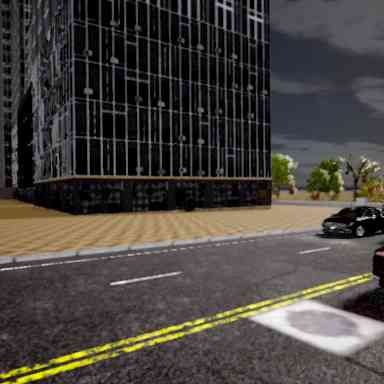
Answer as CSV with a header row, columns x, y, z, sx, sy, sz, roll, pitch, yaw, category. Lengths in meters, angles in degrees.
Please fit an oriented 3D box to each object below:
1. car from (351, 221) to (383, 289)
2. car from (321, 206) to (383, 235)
x,y,z,sx,sy,sz,roll,pitch,yaw,category
6.167,1.521,7.857,4.902,1.511,2.128,0,0,-35,car
9.023,1.554,18.102,4.892,1.490,1.837,0,0,-35,car
